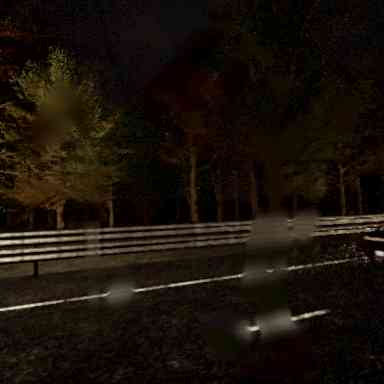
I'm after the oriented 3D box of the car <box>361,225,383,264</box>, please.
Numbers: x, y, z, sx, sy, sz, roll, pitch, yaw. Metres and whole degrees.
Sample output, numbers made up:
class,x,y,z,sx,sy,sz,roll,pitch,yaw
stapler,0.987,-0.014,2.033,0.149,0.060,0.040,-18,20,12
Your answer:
class,x,y,z,sx,sy,sz,roll,pitch,yaw
car,8.007,1.712,11.516,4.902,1.511,2.128,0,-2,-28
